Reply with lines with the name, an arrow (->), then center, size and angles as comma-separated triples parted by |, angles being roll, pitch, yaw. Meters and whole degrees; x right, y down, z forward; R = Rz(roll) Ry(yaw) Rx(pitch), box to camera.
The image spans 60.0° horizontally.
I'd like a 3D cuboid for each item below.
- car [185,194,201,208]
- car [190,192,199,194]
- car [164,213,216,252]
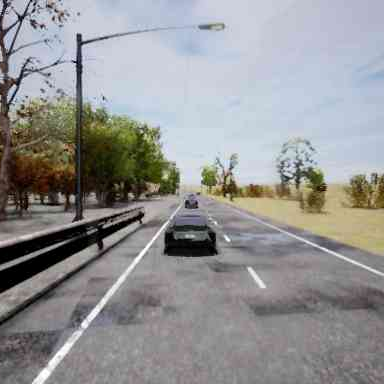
car -> -0.070, 1.463, 47.919 | 2.128, 1.511, 4.902 | 0, 0, 0
car -> -0.074, 1.281, 80.901 | 2.097, 1.767, 4.553 | 0, 0, 0
car -> -0.065, 1.565, 14.008 | 1.994, 1.385, 4.181 | 0, 0, 0
